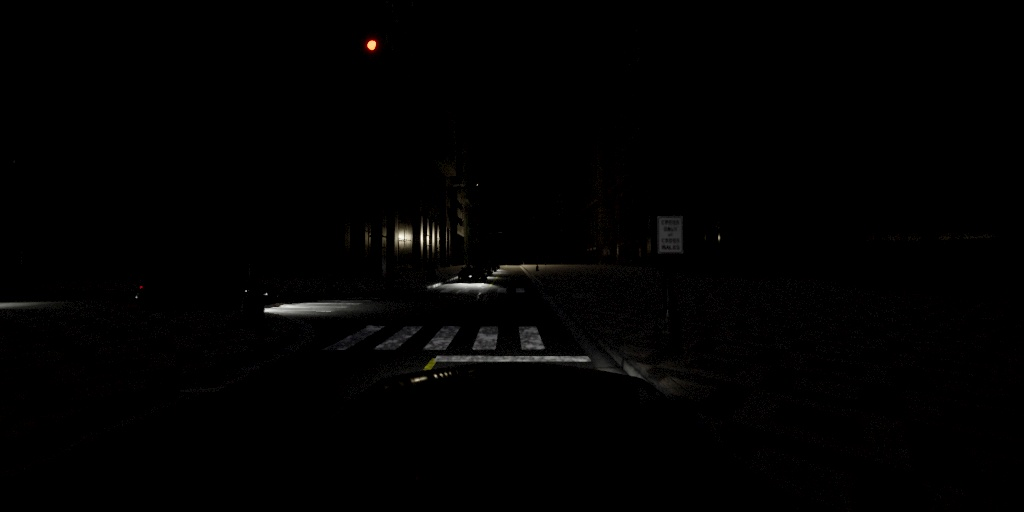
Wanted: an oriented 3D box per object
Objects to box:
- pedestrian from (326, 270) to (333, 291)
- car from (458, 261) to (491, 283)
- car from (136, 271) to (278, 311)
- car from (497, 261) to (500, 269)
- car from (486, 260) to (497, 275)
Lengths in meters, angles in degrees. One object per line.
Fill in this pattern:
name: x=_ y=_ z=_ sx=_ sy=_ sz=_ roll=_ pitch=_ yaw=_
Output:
pedestrian: x=-9.971 y=0.974 z=19.611 sx=0.375 sy=1.860 sz=0.375 roll=0 pitch=-1 yaw=0
car: x=-3.036 y=1.327 z=28.430 sx=1.994 sy=1.385 sz=4.181 roll=0 pitch=0 yaw=1
car: x=-11.319 y=1.263 z=13.517 sx=4.181 sy=1.385 sz=1.994 roll=0 pitch=-1 yaw=-3
car: x=-2.997 y=1.321 z=47.604 sx=1.837 sy=1.490 sz=4.892 roll=0 pitch=0 yaw=0
car: x=-3.026 y=1.332 z=37.751 sx=2.033 sy=1.411 sz=5.357 roll=0 pitch=0 yaw=0
